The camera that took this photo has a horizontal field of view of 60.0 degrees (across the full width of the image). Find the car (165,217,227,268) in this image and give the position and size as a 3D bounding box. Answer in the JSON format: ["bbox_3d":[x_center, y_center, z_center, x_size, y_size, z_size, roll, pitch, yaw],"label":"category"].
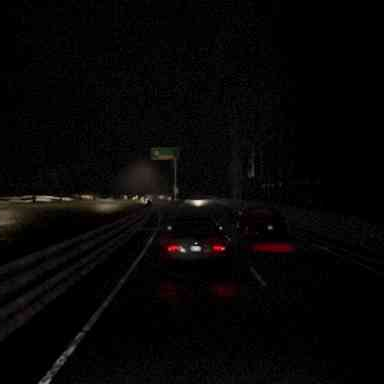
[{"bbox_3d":[0.112,1.559,11.347,2.033,1.411,5.357,0,0,0],"label":"car"}]

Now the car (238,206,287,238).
[{"bbox_3d":[3.624,1.500,17.841,1.882,1.535,5.008,0,0,0],"label":"car"}]
